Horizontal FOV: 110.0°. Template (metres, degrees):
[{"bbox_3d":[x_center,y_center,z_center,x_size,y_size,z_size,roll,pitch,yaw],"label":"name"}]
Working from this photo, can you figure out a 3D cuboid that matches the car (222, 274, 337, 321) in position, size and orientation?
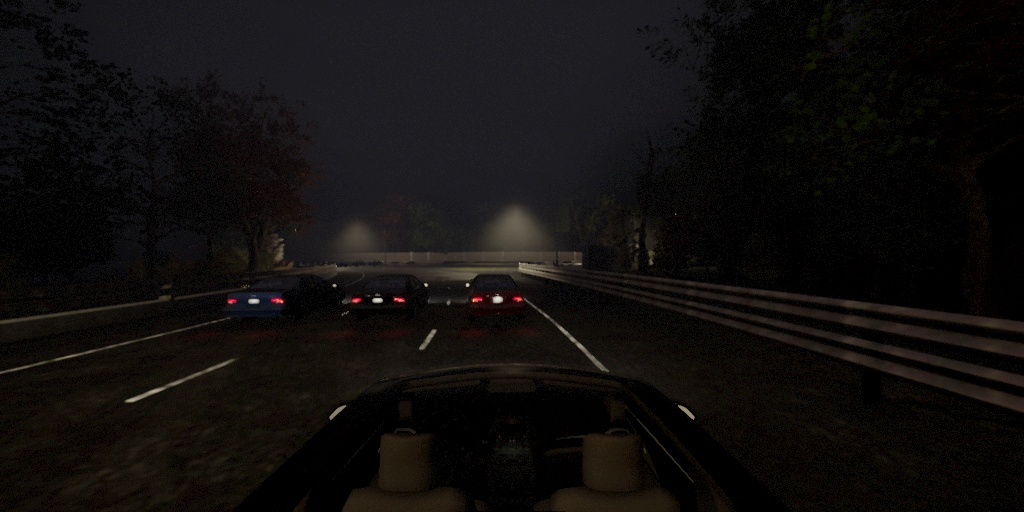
[{"bbox_3d":[-7.697,1.356,12.784,2.033,1.411,5.357,0,0,-6],"label":"car"}]

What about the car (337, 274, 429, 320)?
[{"bbox_3d":[-4.199,1.351,12.970,2.033,1.411,5.357,0,0,-6],"label":"car"}]

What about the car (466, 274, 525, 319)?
[{"bbox_3d":[-0.692,1.346,13.095,2.033,1.411,5.357,0,0,-6],"label":"car"}]
